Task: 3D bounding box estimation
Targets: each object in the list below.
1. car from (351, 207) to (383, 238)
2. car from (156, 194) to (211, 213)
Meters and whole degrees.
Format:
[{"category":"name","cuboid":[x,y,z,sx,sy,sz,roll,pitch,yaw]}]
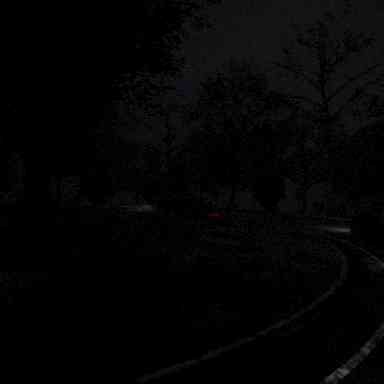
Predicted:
[{"category":"car","cuboid":[8.634,1.339,14.296,1.812,1.442,4.674,1,1,2]},{"category":"car","cuboid":[-0.790,0.922,28.776,5.008,1.535,1.882,1,1,27]}]
